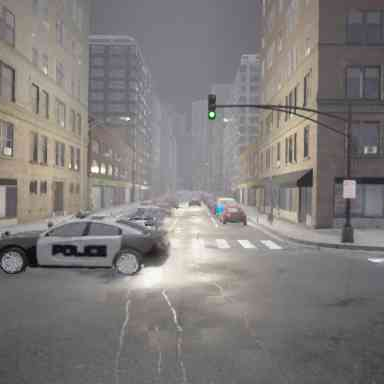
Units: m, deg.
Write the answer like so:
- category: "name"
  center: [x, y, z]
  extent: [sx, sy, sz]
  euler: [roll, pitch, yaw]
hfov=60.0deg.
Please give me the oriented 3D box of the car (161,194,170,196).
- category: "car"
  center: [-5.272, 1.573, 57.818]
  extent: [1.802, 1.307, 4.206]
  euler: [1, 0, 0]

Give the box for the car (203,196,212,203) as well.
- category: "car"
  center: [3.377, 1.671, 74.405]
  extent: [1.802, 1.307, 4.206]
  euler: [1, 0, 0]

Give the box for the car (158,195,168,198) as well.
- category: "car"
  center: [-5.313, 1.552, 52.266]
  extent: [2.008, 1.369, 4.403]
  euler: [1, 0, 0]

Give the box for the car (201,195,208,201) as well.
- category: "car"
  center: [3.506, 1.570, 91.231]
  extent: [1.752, 1.417, 4.829]
  euler: [1, 0, 0]

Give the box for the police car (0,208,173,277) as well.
- category: "police car"
  center: [-3.216, 1.401, 9.677]
  extent: [5.238, 1.638, 1.930]
  euler: [1, 0, 0]

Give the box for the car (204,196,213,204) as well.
- category: "car"
  center: [3.211, 1.712, 52.199]
  extent: [1.802, 1.307, 4.206]
  euler: [1, 0, 0]

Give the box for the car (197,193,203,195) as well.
- category: "car"
  center: [0.528, 1.547, 62.872]
  extent: [1.882, 1.535, 5.008]
  euler: [1, 0, 0]

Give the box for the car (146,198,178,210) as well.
- category: "car"
  center: [-2.787, 1.577, 32.100]
  extent: [2.033, 1.411, 5.357]
  euler: [1, 0, 1]

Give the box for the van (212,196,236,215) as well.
- category: "van"
  center: [3.046, 1.454, 29.986]
  extent: [1.690, 1.788, 3.998]
  euler: [1, 0, 0]

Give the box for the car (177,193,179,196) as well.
- category: "car"
  center: [-5.063, 1.480, 85.581]
  extent: [1.887, 1.381, 4.507]
  euler: [1, 0, 0]

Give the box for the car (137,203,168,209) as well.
- category: "car"
  center: [-2.872, 1.605, 21.412]
  extent: [1.895, 1.301, 4.718]
  euler: [1, 0, 1]

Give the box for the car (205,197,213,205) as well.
- category: "car"
  center: [3.169, 1.718, 46.643]
  extent: [1.802, 1.307, 4.206]
  euler: [1, 0, 0]

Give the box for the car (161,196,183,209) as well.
- category: "car"
  center: [-2.681, 1.595, 44.989]
  extent: [2.033, 1.411, 5.357]
  euler: [1, 0, 1]

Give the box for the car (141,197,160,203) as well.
- category: "car"
  center: [-5.399, 1.588, 41.160]
  extent: [1.802, 1.307, 4.206]
  euler: [1, 0, 0]

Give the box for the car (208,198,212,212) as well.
- category: "car"
  center: [3.084, 1.671, 35.537]
  extent: [1.887, 1.381, 4.507]
  euler: [1, 0, 0]

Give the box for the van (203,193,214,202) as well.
- category: "van"
  center: [3.256, 1.461, 57.750]
  extent: [1.690, 1.788, 3.998]
  euler: [1, 0, 0]

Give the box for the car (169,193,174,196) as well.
- category: "car"
  center: [-5.226, 1.296, 63.369]
  extent: [2.192, 1.841, 5.009]
  euler: [1, 0, 0]

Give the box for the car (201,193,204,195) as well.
- category: "car"
  center: [3.298, 1.425, 63.301]
  extent: [2.192, 1.841, 5.009]
  euler: [1, 0, 0]

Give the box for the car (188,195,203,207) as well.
- category: "car"
  center: [0.453, 1.613, 52.870]
  extent: [1.812, 1.442, 4.674]
  euler: [1, 0, 0]

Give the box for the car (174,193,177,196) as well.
- category: "car"
  center: [-5.143, 1.275, 74.474]
  extent: [2.192, 1.841, 5.009]
  euler: [1, 0, 0]

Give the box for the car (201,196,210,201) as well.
- category: "car"
  center: [3.461, 1.630, 85.510]
  extent: [1.947, 1.339, 4.313]
  euler: [1, 0, 0]

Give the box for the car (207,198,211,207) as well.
- category: "car"
  center: [3.127, 1.717, 41.092]
  extent: [1.802, 1.307, 4.206]
  euler: [1, 0, 0]

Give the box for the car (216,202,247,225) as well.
- category: "car"
  center: [3.002, 1.682, 24.434]
  extent: [1.802, 1.307, 4.206]
  euler: [1, 0, 0]
